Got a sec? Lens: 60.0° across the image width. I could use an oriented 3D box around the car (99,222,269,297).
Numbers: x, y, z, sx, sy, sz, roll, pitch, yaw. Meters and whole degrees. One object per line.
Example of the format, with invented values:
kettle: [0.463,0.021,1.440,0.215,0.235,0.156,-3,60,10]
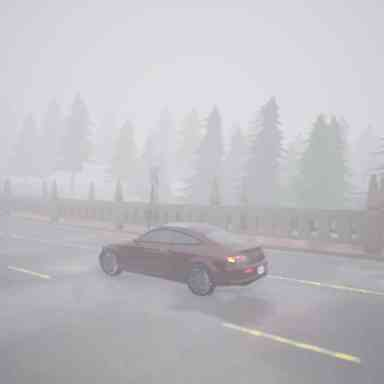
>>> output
car: [-0.374,1.513,8.558,4.674,1.442,1.812,0,0,36]
